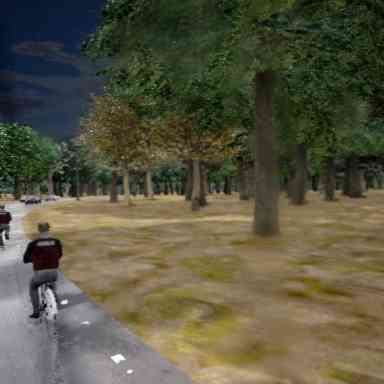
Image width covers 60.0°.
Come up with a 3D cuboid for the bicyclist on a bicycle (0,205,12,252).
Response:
[{"bbox_3d":[-7.332,1.368,12.939,0.659,1.776,1.843,-1,1,-32],"label":"bicyclist on a bicycle"}]

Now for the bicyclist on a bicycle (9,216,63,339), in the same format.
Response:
[{"bbox_3d":[-2.493,1.359,5.532,0.659,1.776,1.843,-1,1,-35],"label":"bicyclist on a bicycle"}]

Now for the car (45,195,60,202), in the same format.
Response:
[{"bbox_3d":[-29.456,1.317,70.340,1.895,1.301,4.718,-1,1,-9],"label":"car"}]

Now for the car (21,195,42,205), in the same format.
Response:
[{"bbox_3d":[-25.811,1.431,54.209,1.895,1.301,4.718,-1,1,-15],"label":"car"}]
